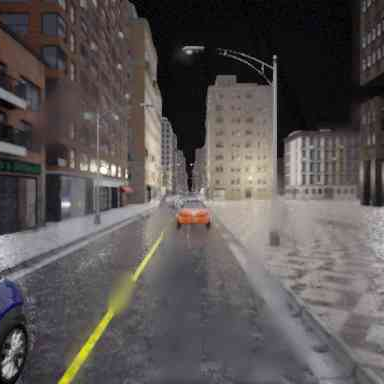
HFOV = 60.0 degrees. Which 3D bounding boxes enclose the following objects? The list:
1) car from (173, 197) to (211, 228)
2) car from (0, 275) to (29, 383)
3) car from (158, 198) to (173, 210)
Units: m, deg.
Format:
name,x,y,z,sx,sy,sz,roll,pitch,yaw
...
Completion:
name,x,y,z,sx,sy,sz,roll,pitch,yaw
car,0.100,1.319,21.944,2.097,1.767,4.553,0,0,0
car,-3.088,1.348,2.241,2.097,1.767,4.553,0,0,0
car,-3.081,1.464,41.889,1.812,1.442,4.674,0,0,0
